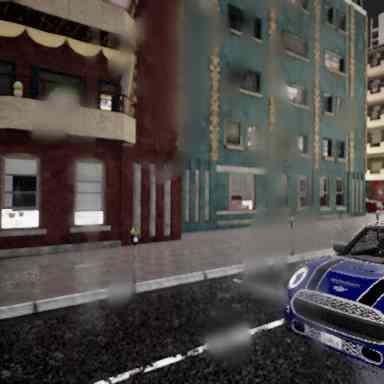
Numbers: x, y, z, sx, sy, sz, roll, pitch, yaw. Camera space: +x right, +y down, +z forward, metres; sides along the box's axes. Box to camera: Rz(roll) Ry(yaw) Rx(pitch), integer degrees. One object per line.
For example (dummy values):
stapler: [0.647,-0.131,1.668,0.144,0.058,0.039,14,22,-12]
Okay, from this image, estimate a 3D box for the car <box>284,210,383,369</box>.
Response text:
car: [3.646,1.333,5.625,4.553,1.767,2.097,0,0,-35]

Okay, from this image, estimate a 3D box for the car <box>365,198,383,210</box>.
car: [15.701,1.134,32.219,2.192,1.841,5.009,1,0,-36]

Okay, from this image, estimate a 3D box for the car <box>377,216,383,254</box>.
car: [8.863,1.536,12.361,4.206,1.307,1.802,0,1,-35]
